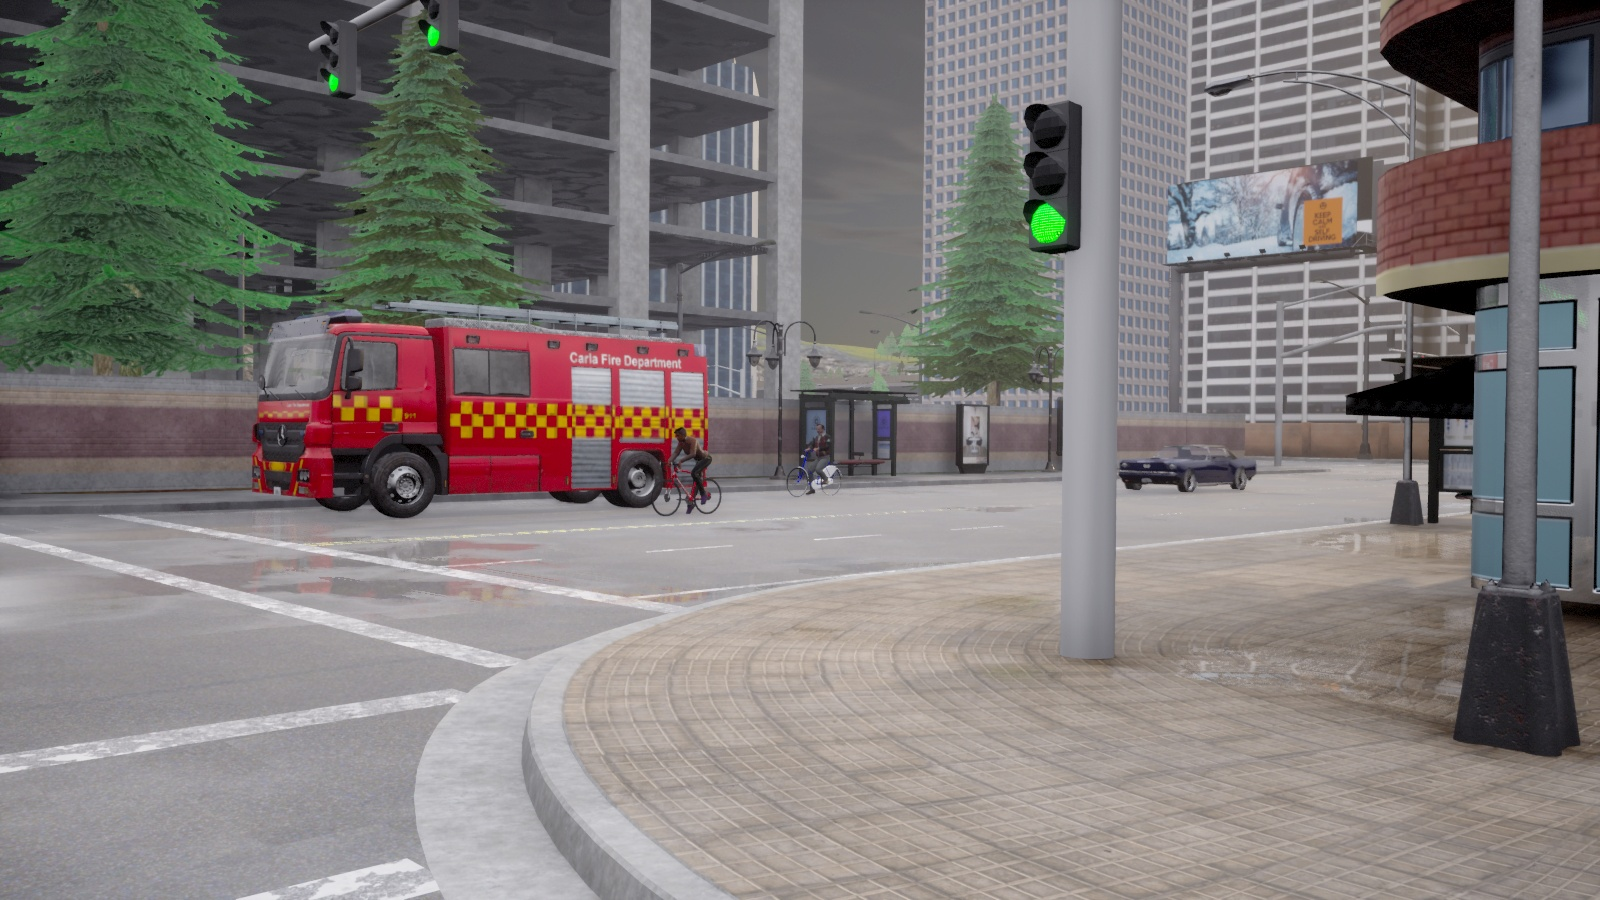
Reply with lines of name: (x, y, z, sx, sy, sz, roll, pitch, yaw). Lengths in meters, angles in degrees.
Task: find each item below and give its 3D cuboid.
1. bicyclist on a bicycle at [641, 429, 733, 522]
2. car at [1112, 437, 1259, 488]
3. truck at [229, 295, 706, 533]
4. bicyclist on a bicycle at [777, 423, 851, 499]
bicyclist on a bicycle: (-2.060, 0.443, 23.091, 1.656, 1.620, 0.582, -2, 1, -44)
car: (10.929, 0.305, 35.423, 4.718, 1.301, 1.895, -1, 1, -44)
truck: (-6.031, -0.653, 24.140, 8.468, 3.827, 2.891, -1, 1, -44)
bicyclist on a bicycle: (0.346, 0.242, 30.206, 1.843, 1.776, 0.659, -1, 1, -44)
